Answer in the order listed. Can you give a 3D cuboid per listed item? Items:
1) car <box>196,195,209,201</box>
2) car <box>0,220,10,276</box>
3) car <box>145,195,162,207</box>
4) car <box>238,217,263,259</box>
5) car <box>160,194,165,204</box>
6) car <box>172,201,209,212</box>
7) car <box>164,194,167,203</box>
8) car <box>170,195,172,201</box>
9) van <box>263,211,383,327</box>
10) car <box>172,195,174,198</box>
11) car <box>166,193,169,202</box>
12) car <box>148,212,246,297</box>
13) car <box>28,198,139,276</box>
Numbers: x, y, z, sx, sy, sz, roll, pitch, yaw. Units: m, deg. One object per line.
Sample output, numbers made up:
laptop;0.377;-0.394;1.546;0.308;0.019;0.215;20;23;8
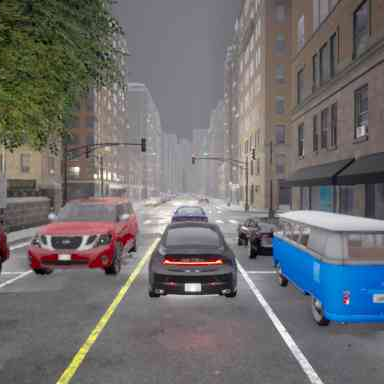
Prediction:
car;2.339;1.409;66.818;1.967;1.590;4.097;0;0;0
car;-5.716;1.314;6.676;2.192;1.841;5.009;0;0;0
car;-6.056;1.497;50.194;1.752;1.417;4.829;0;0;0
car;2.765;1.563;12.443;1.947;1.339;4.313;0;0;0
car;-6.099;1.521;55.814;2.008;1.369;4.403;0;0;0
car;-0.103;1.472;18.020;1.882;1.535;5.008;0;0;0
car;-6.142;1.514;61.265;1.887;1.381;4.507;0;0;0
car;-6.270;1.522;77.617;2.008;1.369;4.403;0;0;0
van;2.808;1.340;6.783;1.690;1.788;3.998;0;0;0
car;-6.313;1.289;83.068;2.192;1.841;5.009;0;0;0
car;-6.185;1.514;66.716;1.887;1.381;4.507;0;0;0
car;0.009;1.503;8.525;1.837;1.490;4.892;0;0;0
car;-3.078;1.221;10.744;2.150;2.045;5.566;0;0;0
